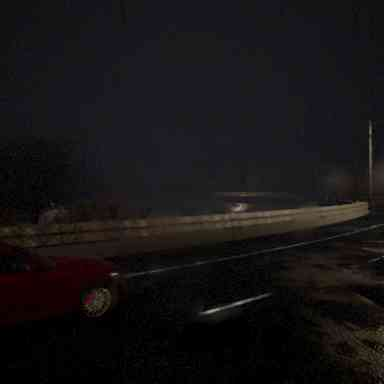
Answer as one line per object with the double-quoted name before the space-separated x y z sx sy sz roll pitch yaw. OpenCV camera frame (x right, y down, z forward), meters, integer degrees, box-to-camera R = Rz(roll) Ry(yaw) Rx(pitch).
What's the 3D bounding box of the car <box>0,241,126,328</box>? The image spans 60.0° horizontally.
"car" -3.468 1.570 5.702 4.674 1.442 1.812 0 0 -35
